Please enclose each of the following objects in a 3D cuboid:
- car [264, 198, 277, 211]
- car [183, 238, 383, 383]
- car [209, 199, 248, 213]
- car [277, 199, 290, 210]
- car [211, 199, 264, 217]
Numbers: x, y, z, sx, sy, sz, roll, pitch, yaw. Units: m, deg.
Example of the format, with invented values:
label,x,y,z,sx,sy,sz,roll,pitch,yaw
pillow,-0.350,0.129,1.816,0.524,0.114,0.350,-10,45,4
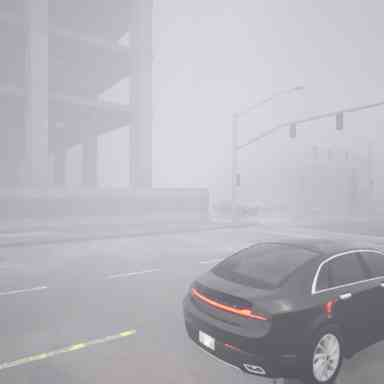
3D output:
label,x,y,z,sx,sy,sz,roll,pitch,yaw
car,7.336,1.525,39.640,1.812,1.442,4.674,0,0,-36
car,2.160,1.505,5.329,4.892,1.490,1.837,0,0,-35
car,4.055,1.526,37.886,1.812,1.442,4.674,0,0,-36
car,10.087,1.525,41.831,1.812,1.442,4.674,0,0,-36
car,4.190,1.601,31.732,1.895,1.301,4.718,0,0,-36
